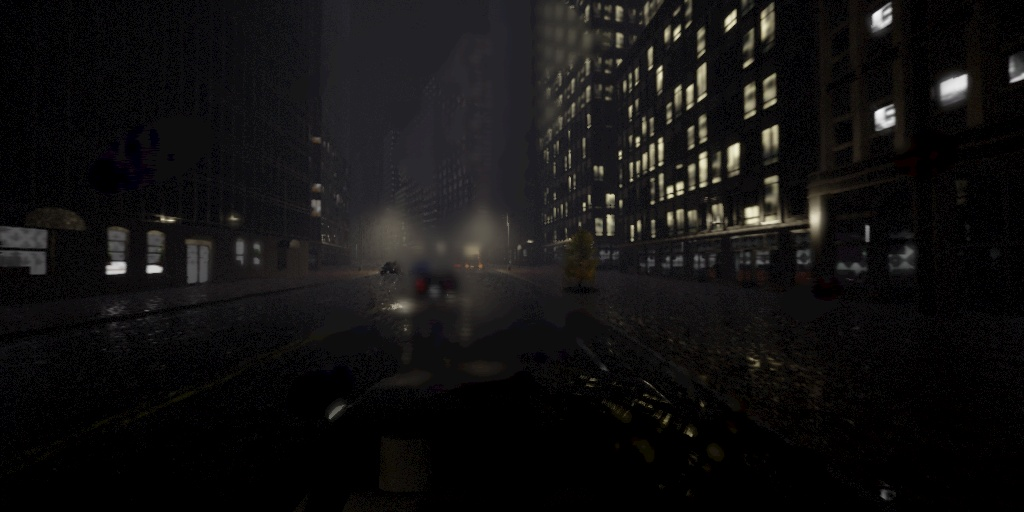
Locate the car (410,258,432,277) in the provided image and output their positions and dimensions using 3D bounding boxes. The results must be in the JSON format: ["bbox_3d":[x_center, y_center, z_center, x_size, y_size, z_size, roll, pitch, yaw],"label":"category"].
[{"bbox_3d":[-9.171,1.287,36.561,1.882,1.535,5.008,0,0,-8],"label":"car"}]

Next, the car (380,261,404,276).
[{"bbox_3d":[-12.701,1.329,38.134,1.837,1.490,4.892,0,0,-9],"label":"car"}]

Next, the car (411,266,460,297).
[{"bbox_3d":[-3.792,1.380,19.108,1.895,1.301,4.718,0,0,-4],"label":"car"}]

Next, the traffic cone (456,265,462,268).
[{"bbox_3d":[-9.009,1.786,62.155,0.340,0.580,0.340,0,0,-14],"label":"traffic cone"}]

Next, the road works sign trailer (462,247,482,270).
[{"bbox_3d":[-5.971,0.279,55.701,2.380,3.560,2.880,0,0,-14],"label":"road works sign trailer"}]
